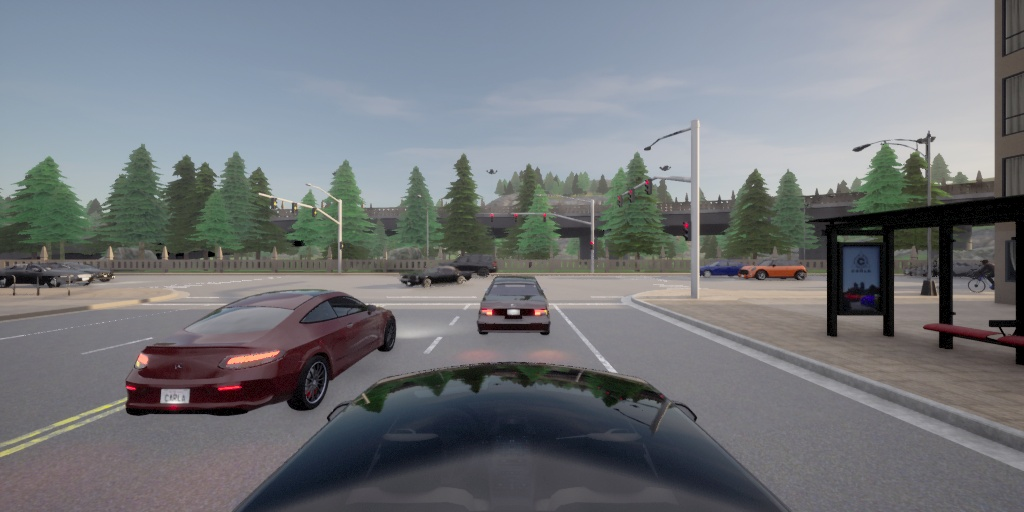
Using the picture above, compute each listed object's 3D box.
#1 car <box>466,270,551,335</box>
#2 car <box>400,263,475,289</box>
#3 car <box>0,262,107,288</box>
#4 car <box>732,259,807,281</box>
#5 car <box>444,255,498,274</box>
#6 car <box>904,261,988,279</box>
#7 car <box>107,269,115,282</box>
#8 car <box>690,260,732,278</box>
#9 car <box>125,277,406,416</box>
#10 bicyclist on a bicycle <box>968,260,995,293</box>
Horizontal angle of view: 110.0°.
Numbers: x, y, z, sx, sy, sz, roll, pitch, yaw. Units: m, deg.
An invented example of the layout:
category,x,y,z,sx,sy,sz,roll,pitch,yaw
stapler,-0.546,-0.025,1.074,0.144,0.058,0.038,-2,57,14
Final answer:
category,x,y,z,sx,sy,sz,roll,pitch,yaw
car,0.086,1.297,10.483,2.033,1.411,5.357,0,0,1
car,-4.884,1.328,23.258,1.895,1.301,4.718,0,0,37
car,-29.181,1.186,22.406,4.902,1.511,2.128,0,0,-2
car,20.946,1.046,28.995,4.553,1.767,2.097,0,0,2
car,-4.030,0.920,32.868,5.566,2.045,2.150,0,0,1
car,37.122,1.186,30.838,4.902,1.511,2.128,0,0,16
car,-31.832,1.199,25.959,4.892,1.490,1.837,0,0,1
car,18.899,1.172,32.549,5.008,1.535,1.882,0,0,1
car,-3.448,1.276,5.987,1.812,1.442,4.674,0,0,0
bicyclist on a bicycle,22.752,0.995,17.082,0.582,1.620,1.656,0,0,1
